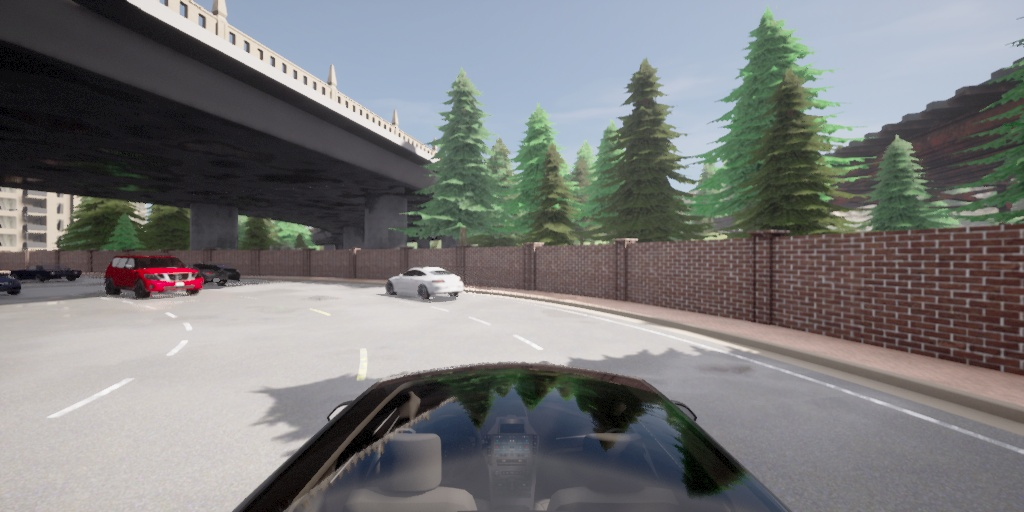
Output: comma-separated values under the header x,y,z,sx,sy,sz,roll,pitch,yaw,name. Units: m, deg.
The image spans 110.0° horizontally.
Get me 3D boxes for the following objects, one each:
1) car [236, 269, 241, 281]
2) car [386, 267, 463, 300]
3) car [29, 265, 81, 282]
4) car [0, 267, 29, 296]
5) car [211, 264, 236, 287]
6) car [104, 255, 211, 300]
x,y,z,sx,sy,sz,roll,pitch,yaw,name
-23.149,1.292,27.587,4.181,1.385,1.994,0,0,18,car
-4.325,1.262,17.506,4.674,1.442,1.812,0,0,42,car
-36.177,1.330,27.756,4.718,1.301,1.895,0,0,14,car
-26.570,1.263,17.602,4.674,1.442,1.812,0,0,17,car
-20.388,1.237,22.948,4.892,1.490,1.837,0,0,23,car
-17.939,0.958,17.901,5.566,2.045,2.150,0,0,26,car
